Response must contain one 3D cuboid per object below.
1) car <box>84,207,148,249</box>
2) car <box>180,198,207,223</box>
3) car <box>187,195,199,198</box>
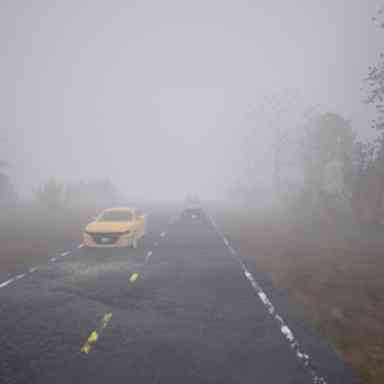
[{"bbox_3d":[-3.098,1.412,14.315,1.882,1.535,5.008,0,0,0],"label":"car"},{"bbox_3d":[0.102,1.416,24.081,1.812,1.442,4.674,0,0,0],"label":"car"},{"bbox_3d":[0.096,1.163,42.068,2.097,1.767,4.553,0,1,1],"label":"car"}]
